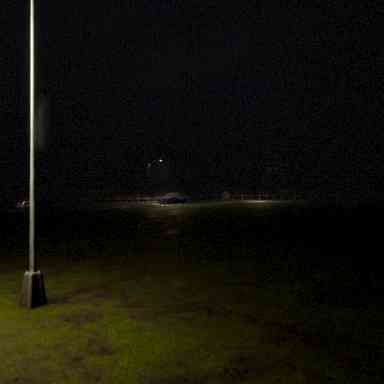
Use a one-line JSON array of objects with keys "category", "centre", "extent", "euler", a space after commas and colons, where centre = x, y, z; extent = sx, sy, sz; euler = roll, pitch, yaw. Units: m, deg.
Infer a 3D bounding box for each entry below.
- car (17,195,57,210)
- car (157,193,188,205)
[{"category": "car", "centre": [-19.615, 1.268, 42.155], "extent": [2.097, 1.767, 4.553], "euler": [1, 1, 43]}, {"category": "car", "centre": [-2.876, 1.392, 55.668], "extent": [1.882, 1.535, 5.008], "euler": [1, 1, 43]}]
